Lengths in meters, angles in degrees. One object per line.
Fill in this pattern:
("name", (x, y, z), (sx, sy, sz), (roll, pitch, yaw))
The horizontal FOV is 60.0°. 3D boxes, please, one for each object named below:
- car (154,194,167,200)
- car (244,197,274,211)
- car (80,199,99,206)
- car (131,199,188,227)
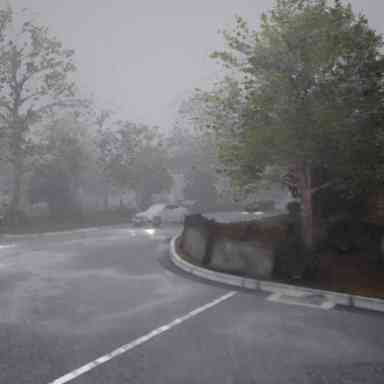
("car", (-5.693, 1.379, 60.304), (2.150, 2.045, 5.566), (-2, 0, -12))
("car", (7.321, 1.305, 35.910), (1.837, 1.490, 4.892), (-4, -1, 35))
("car", (-23.668, 2.360, 76.195), (4.553, 1.767, 2.097), (-2, -2, 27))
("car", (-2.051, 1.493, 22.560), (1.812, 1.442, 4.674), (-4, -1, 34))
